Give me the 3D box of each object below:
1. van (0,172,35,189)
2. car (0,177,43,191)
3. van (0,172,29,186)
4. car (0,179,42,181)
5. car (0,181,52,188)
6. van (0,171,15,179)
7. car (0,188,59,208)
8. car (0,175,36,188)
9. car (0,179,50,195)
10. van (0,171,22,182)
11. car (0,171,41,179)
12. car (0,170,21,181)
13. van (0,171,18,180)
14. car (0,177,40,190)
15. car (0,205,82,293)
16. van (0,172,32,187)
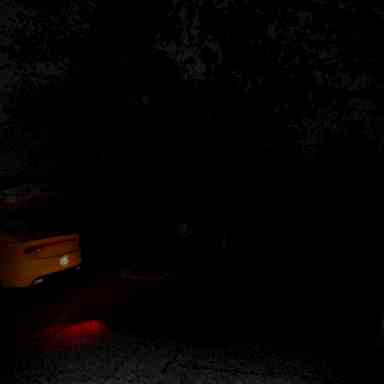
[{"bbox_3d":[-22.908,-1.503,43.089,4.442,1.987,1.878,0,3,-32],"label":"van"},{"bbox_3d":[-20.016,-0.902,38.570,4.792,1.488,2.163,0,4,-31],"label":"car"},{"bbox_3d":[-27.218,-2.012,50.195,4.442,1.987,1.878,0,3,-31],"label":"van"},{"bbox_3d":[-12.981,0.025,26.529,5.366,1.575,1.946,0,4,-31],"label":"car"},{"bbox_3d":[-8.563,0.472,19.648,4.553,1.767,2.185,0,4,-31],"label":"car"},{"bbox_3d":[-44.465,-4.039,78.697,4.442,1.987,1.878,0,3,-31],"label":"van"},{"bbox_3d":[-7.169,0.790,17.270,5.008,1.535,2.097,0,4,-31],"label":"car"},{"bbox_3d":[-24.260,-1.449,45.538,5.008,1.535,2.097,0,3,-31],"label":"car"},{"bbox_3d":[-17.139,-0.518,33.704,4.792,1.488,2.163,0,4,-31],"label":"car"},{"bbox_3d":[-35.672,-3.027,64.617,4.442,1.987,1.878,0,3,-31],"label":"van"},{"bbox_3d":[-15.648,-0.606,31.355,5.566,2.045,2.435,0,4,-31],"label":"car"},{"bbox_3d":[-40.090,-3.558,71.638,5.566,2.045,2.435,0,3,-31],"label":"car"},{"bbox_3d":[-41.398,-3.700,74.080,4.442,1.987,1.878,0,3,-31],"label":"van"},{"bbox_3d":[-21.379,-1.074,40.823,4.792,1.488,2.163,0,3,-31],"label":"car"},{"bbox_3d":[-4.923,1.172,7.488,5.008,1.535,1.882,2,0,18],"label":"car"},{"bbox_3d":[-25.587,-1.842,47.950,4.442,1.987,1.878,0,3,-31],"label":"van"}]
